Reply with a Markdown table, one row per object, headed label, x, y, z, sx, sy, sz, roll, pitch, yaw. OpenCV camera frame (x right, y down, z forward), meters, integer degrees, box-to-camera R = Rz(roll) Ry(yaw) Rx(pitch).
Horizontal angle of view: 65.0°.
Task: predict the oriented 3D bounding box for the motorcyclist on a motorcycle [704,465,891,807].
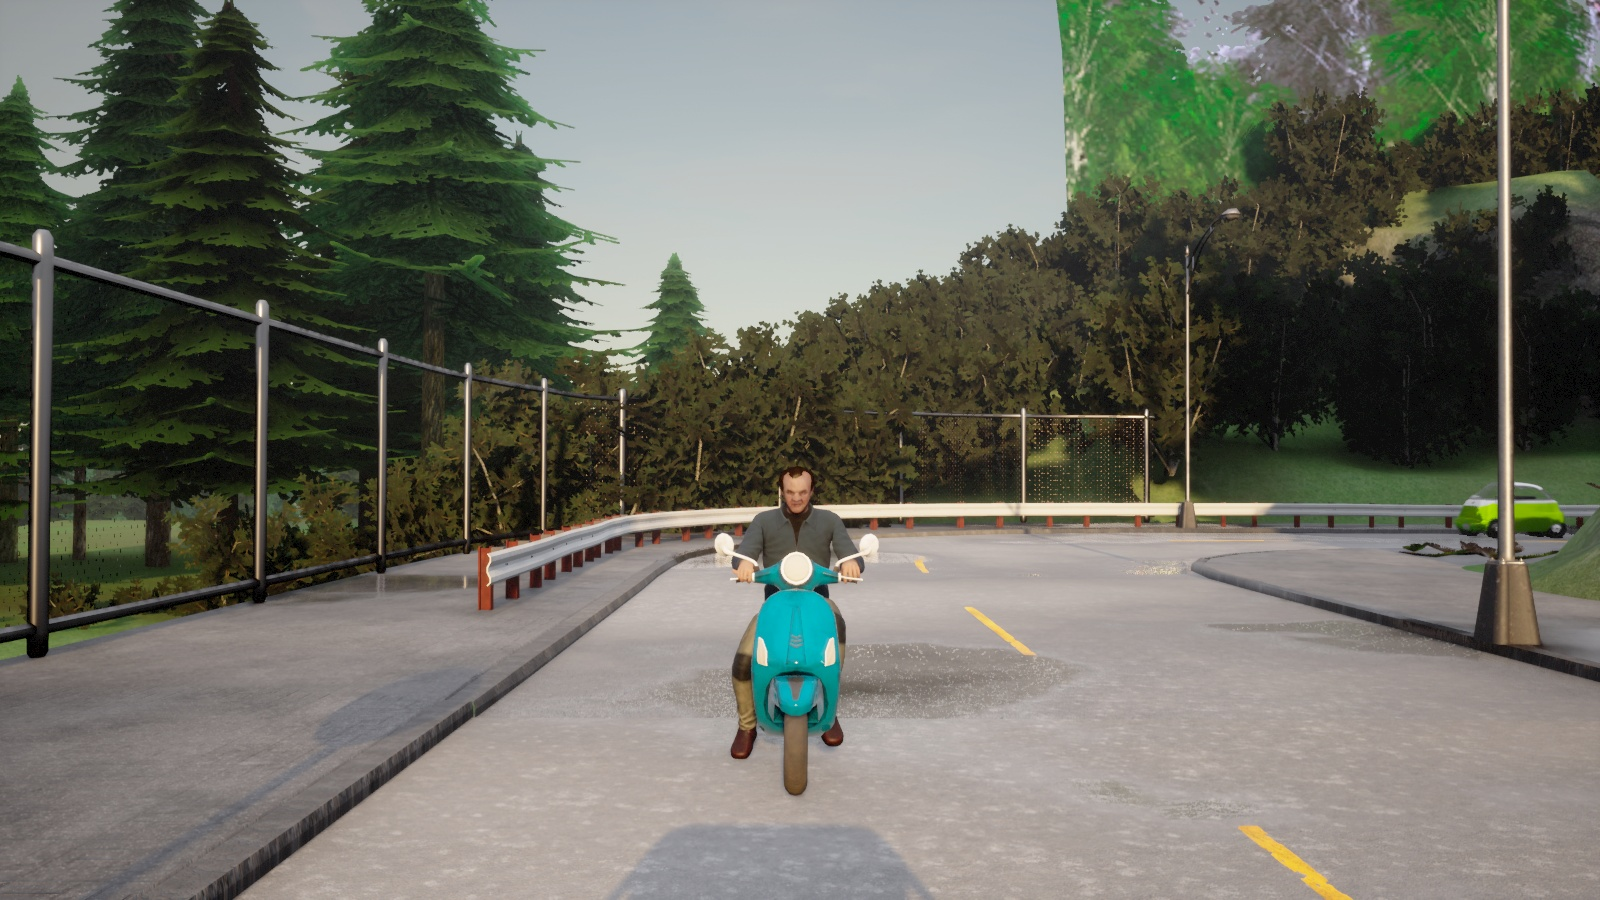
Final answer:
| label | x | y | z | sx | sy | sz | roll | pitch | yaw |
| --- | --- | --- | --- | --- | --- | --- | --- | --- | --- |
| motorcyclist on a motorcycle | -0.012 | 0.881 | 6.766 | 0.866 | 1.590 | 1.817 | 0 | -1 | 0 |

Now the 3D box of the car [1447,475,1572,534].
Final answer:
| label | x | y | z | sx | sy | sz | roll | pitch | yaw |
| --- | --- | --- | --- | --- | --- | --- | --- | --- | --- |
| car | 17.253 | 1.313 | 30.601 | 2.207 | 1.376 | 1.481 | 0 | -1 | 0 |
